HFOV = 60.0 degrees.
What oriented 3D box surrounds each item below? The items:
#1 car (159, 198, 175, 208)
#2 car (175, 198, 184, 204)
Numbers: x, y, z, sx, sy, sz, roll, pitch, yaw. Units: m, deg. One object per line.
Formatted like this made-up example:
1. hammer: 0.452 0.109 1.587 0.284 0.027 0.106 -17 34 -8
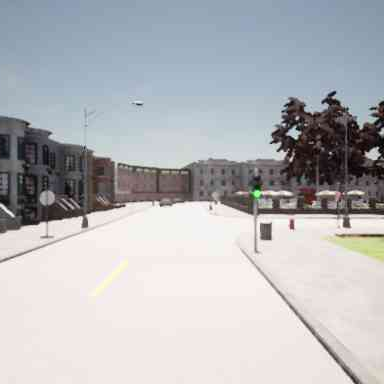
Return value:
1. car: -4.096 1.676 52.768 1.812 1.442 4.674 0 0 0
2. car: -3.227 1.959 69.657 2.033 1.411 5.357 0 0 17
